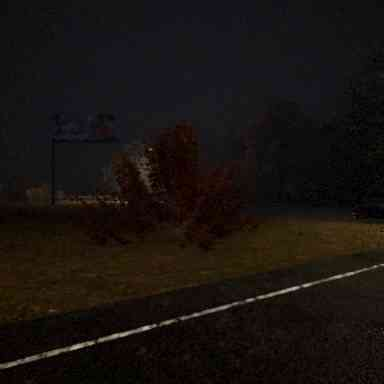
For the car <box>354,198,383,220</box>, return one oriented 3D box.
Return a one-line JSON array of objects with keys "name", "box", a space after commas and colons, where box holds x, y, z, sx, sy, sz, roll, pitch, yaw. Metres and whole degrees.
[{"name": "car", "box": [14.681, 1.255, 24.747, 2.097, 1.767, 4.553, 0, 1, -35]}]
